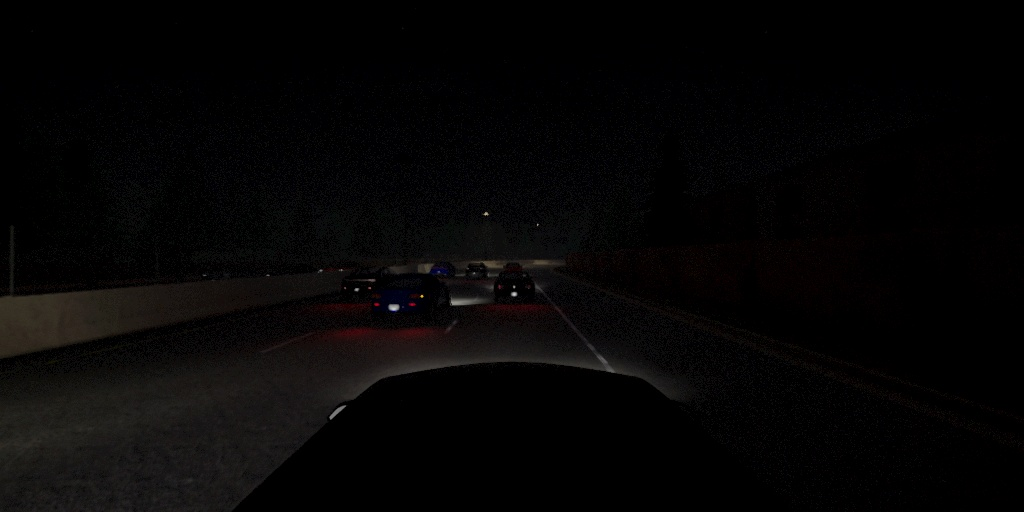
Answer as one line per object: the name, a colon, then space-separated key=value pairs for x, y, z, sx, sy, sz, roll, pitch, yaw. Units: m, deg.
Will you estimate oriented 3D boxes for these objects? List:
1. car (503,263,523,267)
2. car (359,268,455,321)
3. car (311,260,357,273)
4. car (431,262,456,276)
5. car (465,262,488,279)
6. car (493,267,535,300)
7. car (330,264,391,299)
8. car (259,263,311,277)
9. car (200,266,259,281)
car: x=0.092 y=1.398 z=35.771 sx=1.812 sy=1.442 sz=4.674 roll=0 pitch=0 yaw=0
car: x=-3.398 y=1.315 z=12.623 sx=1.812 sy=1.442 sz=4.674 roll=0 pitch=0 yaw=0
car: x=-14.092 y=1.202 z=29.662 sx=2.097 sy=1.767 sz=4.553 roll=0 pitch=0 yaw=0
car: x=-6.894 y=1.352 z=36.293 sx=1.882 sy=1.535 sz=5.008 roll=0 pitch=0 yaw=0
car: x=-3.395 y=1.360 z=34.702 sx=2.128 sy=1.511 sz=4.902 roll=0 pitch=0 yaw=0
car: x=0.102 y=1.410 z=18.086 sx=1.895 sy=1.301 sz=4.718 roll=0 pitch=0 yaw=0
car: x=-6.896 y=1.301 z=18.357 sx=2.128 sy=1.511 sz=4.902 roll=0 pitch=0 yaw=0
car: x=-17.594 y=1.352 z=28.948 sx=1.837 sy=1.490 sz=4.892 roll=0 pitch=0 yaw=0
car: x=-21.094 y=1.443 z=27.538 sx=1.895 sy=1.301 sz=4.718 roll=0 pitch=0 yaw=0
